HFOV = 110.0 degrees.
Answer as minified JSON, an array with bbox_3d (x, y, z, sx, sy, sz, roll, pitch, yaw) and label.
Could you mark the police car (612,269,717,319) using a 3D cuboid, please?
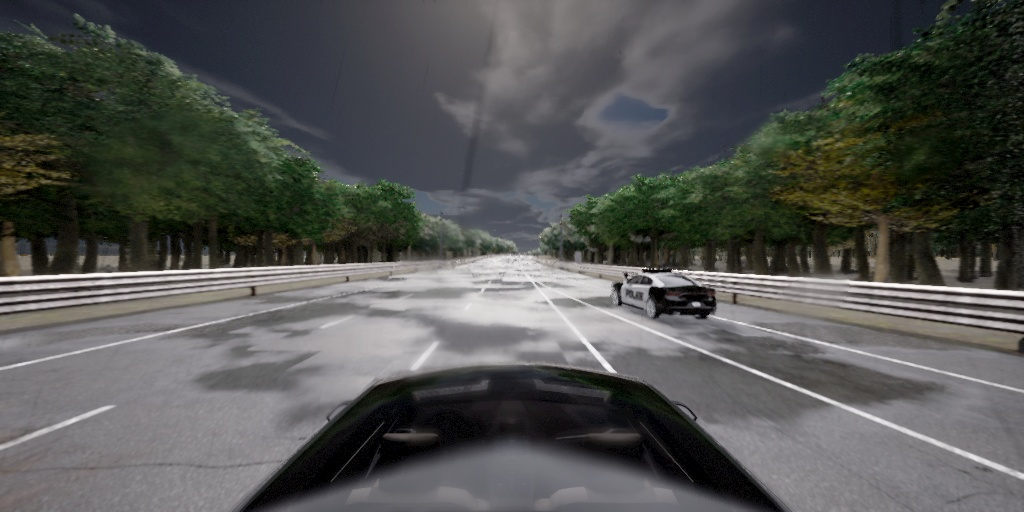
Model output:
[{"bbox_3d":[5.394,1.294,13.565,1.930,1.638,5.238,1,0,-6],"label":"police car"}]
